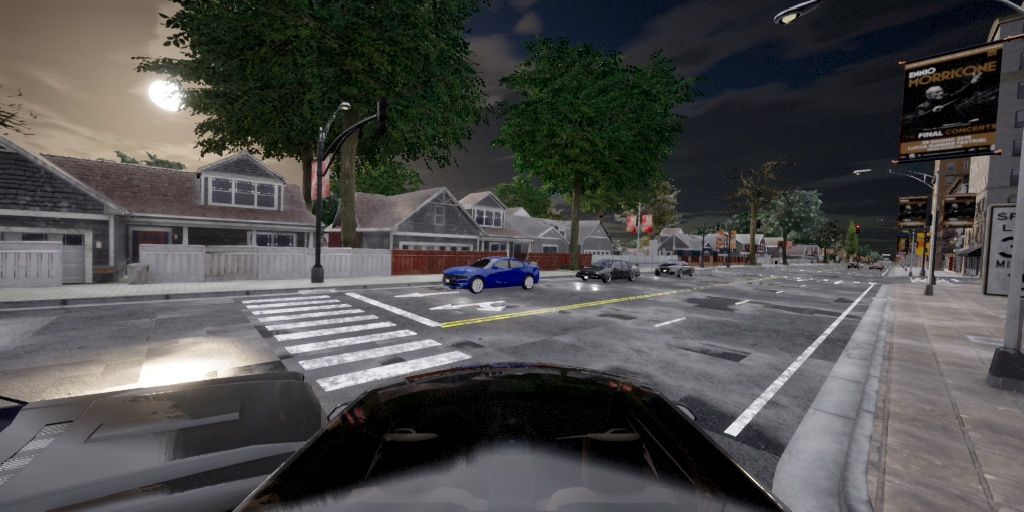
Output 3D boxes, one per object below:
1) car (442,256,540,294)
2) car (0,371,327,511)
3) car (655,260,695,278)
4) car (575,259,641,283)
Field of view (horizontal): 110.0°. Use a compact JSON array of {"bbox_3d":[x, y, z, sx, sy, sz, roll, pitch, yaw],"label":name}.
[{"bbox_3d":[-0.855,0.776,16.627,5.008,1.535,1.882,1,3,-43],"label":"car"},{"bbox_3d":[-3.319,1.274,1.484,4.718,1.301,1.895,1,2,-33],"label":"car"},{"bbox_3d":[13.749,1.018,30.214,4.181,1.385,1.994,1,2,-43],"label":"car"},{"bbox_3d":[6.431,0.922,23.420,5.357,1.411,2.033,1,2,-43],"label":"car"}]
